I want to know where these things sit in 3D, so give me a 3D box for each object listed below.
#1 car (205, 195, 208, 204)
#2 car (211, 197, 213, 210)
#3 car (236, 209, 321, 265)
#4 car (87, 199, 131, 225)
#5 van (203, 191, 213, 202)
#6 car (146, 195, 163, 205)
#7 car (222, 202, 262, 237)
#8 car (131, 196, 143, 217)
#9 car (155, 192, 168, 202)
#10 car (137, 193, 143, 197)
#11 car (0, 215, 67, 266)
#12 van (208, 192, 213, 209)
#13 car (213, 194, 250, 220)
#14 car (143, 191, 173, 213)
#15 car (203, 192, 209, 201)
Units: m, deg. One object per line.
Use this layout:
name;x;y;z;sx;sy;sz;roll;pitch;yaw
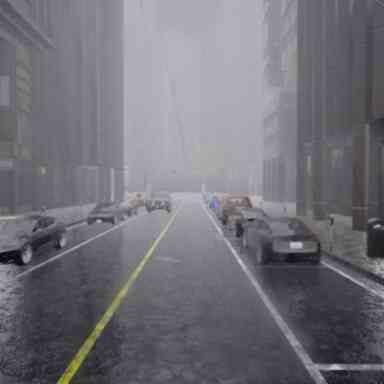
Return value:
car;2.866;1.255;39.281;1.802;1.307;4.206;-1;0;0
car;2.861;1.313;28.033;1.887;1.381;4.507;-1;0;0
car;2.855;1.474;11.161;1.947;1.339;4.313;-1;0;0
car;-5.666;1.382;22.410;1.947;1.339;4.313;-1;0;0
van;2.873;0.818;61.776;1.690;1.788;3.998;-1;1;0
car;-5.655;1.127;50.532;2.008;1.369;4.403;-1;0;0
car;2.857;1.428;16.784;1.947;1.339;4.313;-1;0;0
car;-5.664;1.314;28.034;1.887;1.381;4.507;-1;0;0
car;-5.652;0.918;61.780;1.967;1.590;4.097;-1;1;0
car;-5.662;0.989;39.281;2.192;1.841;5.009;-1;0;0
car;-5.671;1.475;11.161;1.947;1.339;4.313;-1;0;0
van;2.862;1.062;33.655;1.690;1.788;3.998;-1;0;0
car;2.857;1.130;22.407;2.192;1.841;5.009;-1;0;0
car;-3.085;0.949;32.872;2.150;2.045;5.566;0;1;0
car;2.870;1.100;50.699;1.752;1.417;4.829;-1;1;0
